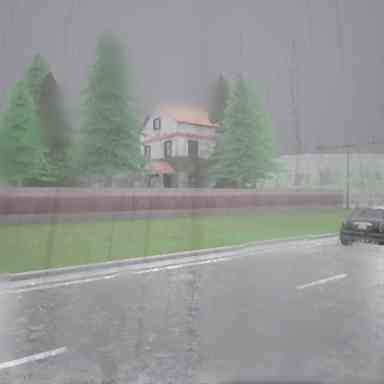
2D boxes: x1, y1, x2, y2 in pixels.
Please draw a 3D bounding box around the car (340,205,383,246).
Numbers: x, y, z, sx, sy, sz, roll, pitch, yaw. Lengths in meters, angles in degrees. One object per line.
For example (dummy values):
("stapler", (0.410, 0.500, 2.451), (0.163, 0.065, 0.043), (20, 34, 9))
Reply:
("car", (8.313, 1.363, 14.098), (4.553, 1.767, 2.097), (0, 0, -35))
